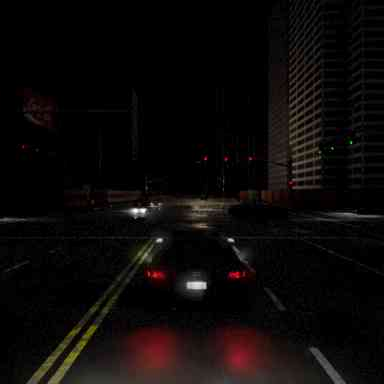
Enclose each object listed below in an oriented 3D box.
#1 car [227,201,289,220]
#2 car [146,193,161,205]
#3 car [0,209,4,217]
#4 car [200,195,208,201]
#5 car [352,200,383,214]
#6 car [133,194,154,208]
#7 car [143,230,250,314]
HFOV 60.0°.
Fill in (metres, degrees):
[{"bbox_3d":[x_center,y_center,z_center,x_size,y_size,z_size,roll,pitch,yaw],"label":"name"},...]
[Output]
[{"bbox_3d":[5.354,1.491,27.158,4.902,1.511,2.128,0,0,0],"label":"car"},{"bbox_3d":[-7.229,1.221,58.018,2.150,2.045,5.566,0,0,0],"label":"car"},{"bbox_3d":[-17.688,1.564,26.972,4.181,1.385,1.994,0,0,-1],"label":"car"},{"bbox_3d":[3.268,1.525,87.523,2.128,1.511,4.902,0,0,0],"label":"car"},{"bbox_3d":[19.626,1.547,34.471,5.357,1.411,2.033,0,0,0],"label":"car"},{"bbox_3d":[-7.214,1.491,48.065,2.128,1.511,4.902,0,0,0],"label":"car"},{"bbox_3d":[0.076,1.564,7.685,1.994,1.385,4.181,0,0,0],"label":"car"}]
